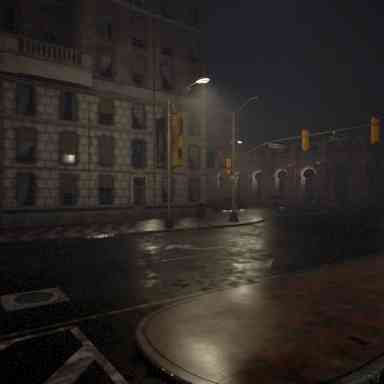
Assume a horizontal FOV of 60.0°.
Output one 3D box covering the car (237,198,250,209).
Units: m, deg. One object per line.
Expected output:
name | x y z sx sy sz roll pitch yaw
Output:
car | 5.729 1.505 45.396 1.837 1.490 4.892 0 0 -36

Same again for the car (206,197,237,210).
car | 2.929 1.547 43.285 2.033 1.411 5.357 0 0 -36

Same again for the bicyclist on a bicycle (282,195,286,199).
bicyclist on a bicycle | 15.552 1.300 56.504 1.656 1.620 0.582 0 0 -36

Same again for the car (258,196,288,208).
car | 11.890 1.352 49.141 2.097 1.767 4.553 0 0 -36
